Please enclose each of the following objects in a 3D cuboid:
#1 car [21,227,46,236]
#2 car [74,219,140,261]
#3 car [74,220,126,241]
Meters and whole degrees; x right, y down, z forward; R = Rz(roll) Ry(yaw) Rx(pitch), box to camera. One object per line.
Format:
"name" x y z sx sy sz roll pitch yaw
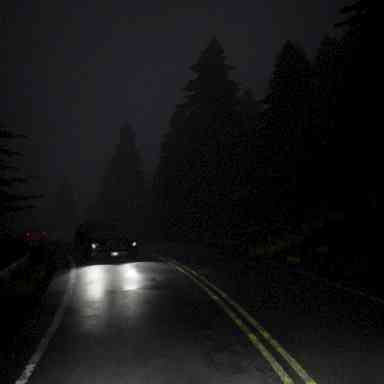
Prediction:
"car" -17.407 4.711 36.328 2.097 1.767 4.553 3 -10 -35
"car" -3.661 1.821 13.526 2.033 1.411 5.357 2 -4 -25
"car" -6.807 2.838 24.276 1.994 1.385 4.181 3 -8 -41
